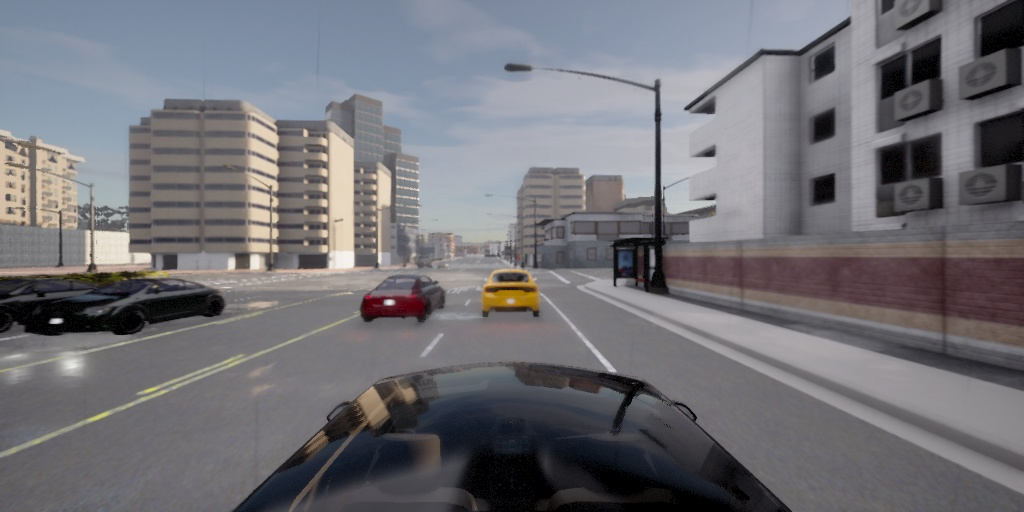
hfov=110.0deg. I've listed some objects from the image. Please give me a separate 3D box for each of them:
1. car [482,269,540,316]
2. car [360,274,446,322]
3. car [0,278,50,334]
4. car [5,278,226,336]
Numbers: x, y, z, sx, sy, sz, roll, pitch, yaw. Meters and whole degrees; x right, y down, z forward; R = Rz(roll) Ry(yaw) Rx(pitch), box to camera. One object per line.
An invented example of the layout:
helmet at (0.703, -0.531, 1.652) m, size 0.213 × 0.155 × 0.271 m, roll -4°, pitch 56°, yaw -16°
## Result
car at (-0.055, 1.215, 13.310) m, size 1.882 × 1.535 × 5.008 m, roll 0°, pitch 0°, yaw -1°
car at (-3.541, 1.311, 12.341) m, size 1.994 × 1.385 × 4.181 m, roll 0°, pitch 0°, yaw 0°
car at (-14.147, 1.342, 10.382) m, size 1.994 × 1.385 × 4.181 m, roll 0°, pitch 0°, yaw 0°
car at (-10.646, 1.333, 10.356) m, size 1.994 × 1.385 × 4.181 m, roll 0°, pitch 0°, yaw 0°
